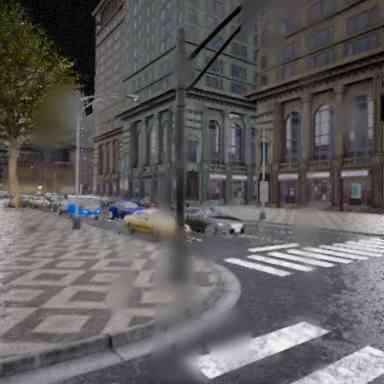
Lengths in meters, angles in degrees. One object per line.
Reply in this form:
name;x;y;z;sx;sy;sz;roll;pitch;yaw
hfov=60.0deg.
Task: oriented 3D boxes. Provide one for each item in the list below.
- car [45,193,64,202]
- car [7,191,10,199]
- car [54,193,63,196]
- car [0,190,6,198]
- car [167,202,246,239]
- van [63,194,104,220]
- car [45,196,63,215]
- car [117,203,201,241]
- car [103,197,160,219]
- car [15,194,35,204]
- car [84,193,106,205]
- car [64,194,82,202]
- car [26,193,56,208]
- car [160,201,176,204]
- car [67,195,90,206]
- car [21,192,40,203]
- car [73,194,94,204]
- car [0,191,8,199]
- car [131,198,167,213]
car;-24.115;0.905;58.325;2.128;1.511;4.902;1;0;-35
car;-27.849;0.918;53.477;2.008;1.369;4.403;2;0;-35
car;-16.495;1.138;42.069;1.837;1.490;4.892;1;0;-35
car;-44.041;0.413;76.425;1.967;1.590;4.097;2;0;-35
car;0.724;1.500;17.601;2.128;1.511;4.902;1;0;-36
van;-8.411;1.185;25.937;1.690;1.788;3.998;2;0;-35
car;-11.654;1.323;30.526;2.008;1.369;4.403;2;0;-35
car;-1.837;1.494;16.614;1.752;1.417;4.829;2;0;-35
car;-4.715;1.386;25.298;1.882;1.535;5.008;1;0;-35
car;-24.610;1.000;48.888;2.008;1.369;4.403;2;0;-35
car;-14.408;1.077;49.221;1.967;1.590;4.097;2;0;-35
car;-20.890;1.055;58.398;1.802;1.307;4.206;2;0;-35
car;-18.035;1.142;39.570;1.752;1.417;4.829;2;0;-35
car;-1.456;1.516;30.860;1.947;1.339;4.313;2;0;-35
car;-16.066;1.143;46.935;1.812;1.442;4.674;1;0;-35
car;-21.371;1.082;44.298;2.008;1.369;4.403;2;0;-35
car;-17.650;1.105;53.809;2.008;1.369;4.403;2;0;-35
car;-37.563;0.568;67.246;1.967;1.590;4.097;2;0;-35
car;-4.693;1.423;35.449;1.887;1.381;4.507;2;0;-35
